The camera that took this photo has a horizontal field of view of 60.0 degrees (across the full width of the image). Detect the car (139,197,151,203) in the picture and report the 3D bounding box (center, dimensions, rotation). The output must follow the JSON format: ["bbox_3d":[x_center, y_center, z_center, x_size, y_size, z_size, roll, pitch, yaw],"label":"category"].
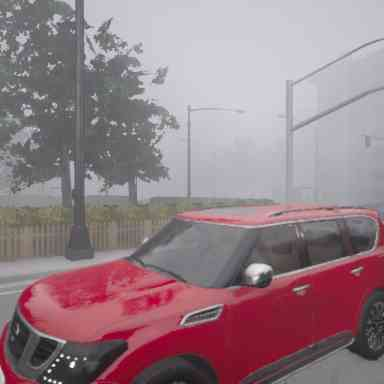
[{"bbox_3d":[-7.048,1.565,54.075,1.994,1.385,4.181,0,0,-35],"label":"car"}]

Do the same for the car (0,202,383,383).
[{"bbox_3d":[0.643,1.221,4.426,5.566,2.045,2.150,0,0,-35],"label":"car"}]

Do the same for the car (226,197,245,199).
[{"bbox_3d":[5.099,1.352,36.414,2.097,1.767,4.553,0,0,-35],"label":"car"}]
